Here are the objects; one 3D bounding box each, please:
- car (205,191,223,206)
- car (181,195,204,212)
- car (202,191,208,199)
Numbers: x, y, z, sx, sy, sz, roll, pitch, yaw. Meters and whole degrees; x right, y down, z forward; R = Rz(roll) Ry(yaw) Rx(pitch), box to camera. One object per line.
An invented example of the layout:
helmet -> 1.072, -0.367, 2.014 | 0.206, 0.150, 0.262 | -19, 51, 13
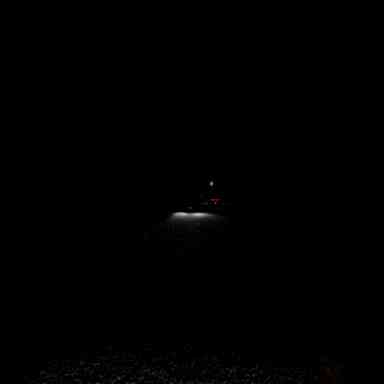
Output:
car -> 3.092, 1.091, 45.002 | 1.837, 1.490, 4.892 | 0, 2, 1
car -> -0.029, 1.314, 35.429 | 1.837, 1.490, 4.892 | 1, 1, 3
car -> 2.896, 0.486, 60.587 | 1.895, 1.301, 4.718 | 1, 3, -3
